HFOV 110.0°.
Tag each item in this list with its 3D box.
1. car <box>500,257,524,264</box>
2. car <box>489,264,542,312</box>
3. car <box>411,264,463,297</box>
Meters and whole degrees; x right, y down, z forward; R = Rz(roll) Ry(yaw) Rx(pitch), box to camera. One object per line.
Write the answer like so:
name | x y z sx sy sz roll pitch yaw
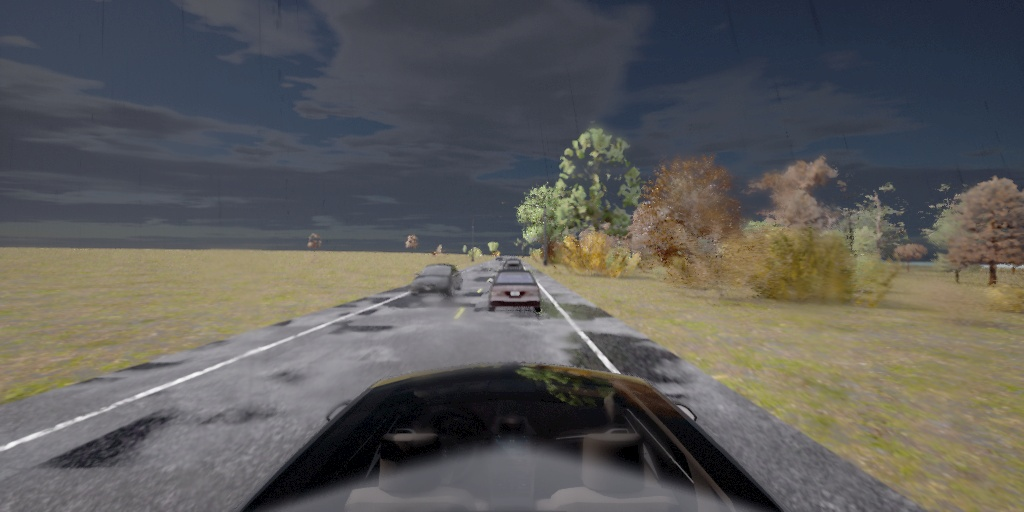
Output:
car | 0.094 1.048 32.824 1.837 1.490 4.892 0 0 0
car | 0.097 1.216 13.819 2.033 1.411 5.357 0 0 0
car | -3.600 1.147 17.838 1.837 1.490 4.892 0 0 0
